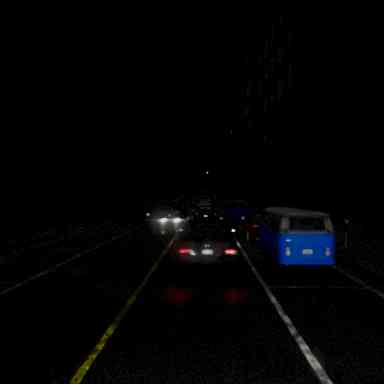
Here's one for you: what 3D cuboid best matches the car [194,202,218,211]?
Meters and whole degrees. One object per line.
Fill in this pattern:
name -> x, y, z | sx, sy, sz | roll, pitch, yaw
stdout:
car -> 1.051, 1.692, 25.498 | 1.994, 1.385, 4.181 | 0, 0, 2

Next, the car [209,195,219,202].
car -> 6.250, 1.849, 87.921 | 1.967, 1.590, 4.097 | 0, 0, 2

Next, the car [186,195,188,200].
car -> -2.695, 1.875, 77.324 | 2.008, 1.369, 4.403 | 0, 0, 2

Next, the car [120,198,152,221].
car -> -4.614, 1.433, 28.224 | 2.192, 1.841, 5.009 | 0, 0, 2

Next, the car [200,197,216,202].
car -> 1.638, 1.721, 40.704 | 1.812, 1.442, 4.674 | 0, 0, 6

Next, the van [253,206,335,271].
van -> 3.242, 1.411, 10.962 | 1.690, 1.788, 3.998 | 0, 0, 2

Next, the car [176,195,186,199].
car -> -2.915, 1.825, 71.708 | 1.752, 1.417, 4.829 | 0, 0, 2

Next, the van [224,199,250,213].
van -> 3.906, 1.492, 27.930 | 1.690, 1.788, 3.998 | 0, 0, 2

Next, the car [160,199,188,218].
car -> -1.850, 1.694, 32.122 | 2.033, 1.411, 5.357 | 0, 0, 3

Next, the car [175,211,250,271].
car -> 0.495, 1.607, 11.070 | 2.033, 1.411, 5.357 | 0, 0, 2

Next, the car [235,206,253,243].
car -> 3.463, 1.643, 16.617 | 1.887, 1.381, 4.507 | 0, 0, 2
